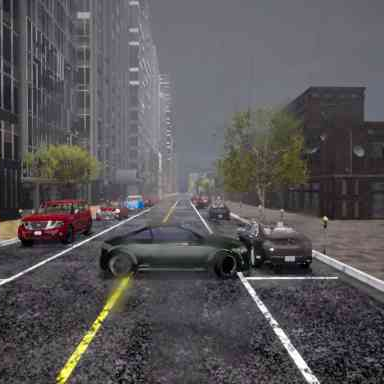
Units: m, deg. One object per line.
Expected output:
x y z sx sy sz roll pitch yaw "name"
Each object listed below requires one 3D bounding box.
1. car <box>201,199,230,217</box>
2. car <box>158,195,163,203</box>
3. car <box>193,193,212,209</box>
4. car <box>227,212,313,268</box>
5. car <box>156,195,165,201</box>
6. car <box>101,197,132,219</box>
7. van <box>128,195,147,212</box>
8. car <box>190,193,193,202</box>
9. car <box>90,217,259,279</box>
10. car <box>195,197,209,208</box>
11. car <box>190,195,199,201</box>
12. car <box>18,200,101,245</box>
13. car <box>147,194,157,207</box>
2.049 1.543 26.942 2.008 1.369 4.403 -1 0 -1 "car"
-7.331 1.522 66.207 1.887 1.381 4.507 -1 0 -1 "car"
1.599 1.301 44.275 2.192 1.841 5.009 -1 0 -1 "car"
2.565 1.548 11.082 2.008 1.369 4.403 -1 0 -1 "car"
-7.743 1.497 82.636 1.752 1.417 4.829 -1 0 -1 "car"
-6.354 1.432 26.748 1.967 1.590 4.097 -1 0 -1 "car"
-6.640 1.329 38.542 1.690 1.788 3.998 -1 0 -1 "van"
0.905 1.291 71.939 2.192 1.841 5.009 -1 0 -1 "car"
-0.454 1.557 9.478 4.181 1.385 1.994 0 0 -1 "car"
1.459 1.509 49.978 1.752 1.417 4.829 -1 0 -1 "car"
0.631 1.538 83.005 1.947 1.339 4.313 -1 0 -1 "car"
-6.169 1.310 15.680 2.192 1.841 5.009 -1 0 -1 "car"
-6.918 1.299 49.608 2.192 1.841 5.009 -1 0 -1 "car"
